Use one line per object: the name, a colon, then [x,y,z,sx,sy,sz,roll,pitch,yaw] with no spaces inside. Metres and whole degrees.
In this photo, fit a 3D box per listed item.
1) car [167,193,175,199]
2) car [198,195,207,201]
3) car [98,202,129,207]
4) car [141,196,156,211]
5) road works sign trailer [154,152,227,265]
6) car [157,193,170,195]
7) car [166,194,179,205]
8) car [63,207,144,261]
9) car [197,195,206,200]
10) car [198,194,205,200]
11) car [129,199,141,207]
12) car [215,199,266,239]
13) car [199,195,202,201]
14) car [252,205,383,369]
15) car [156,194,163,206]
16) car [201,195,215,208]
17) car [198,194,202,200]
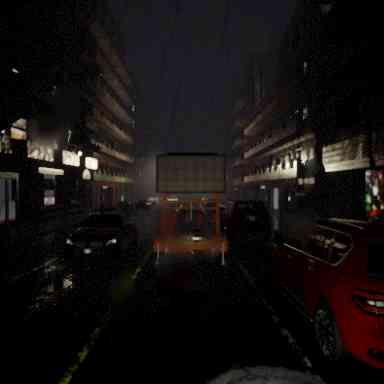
car: [-5.975,1.107,95.357,2.192,1.841,5.009,-1,0,0]
car: [2.457,1.393,78.546,1.947,1.339,4.313,-1,0,0]
car: [-5.763,1.531,22.531,1.802,1.307,4.206,-1,0,0]
car: [-5.811,1.462,39.337,2.008,1.369,4.403,-1,0,0]
road works sign trailer: [-0.028,0.438,11.559,2.380,3.560,2.880,0,0,1]
car: [-5.879,1.178,61.744,2.192,1.841,5.009,-1,0,0]
car: [-3.157,1.440,55.202,1.812,1.442,4.674,0,0,0]
car: [-3.134,1.497,12.289,1.812,1.442,4.674,0,0,0]
car: [2.440,1.366,84.149,2.008,1.369,4.403,-1,0,0]
car: [2.424,1.329,89.920,1.752,1.417,4.829,-1,0,0]
car: [-5.779,1.518,28.133,1.802,1.307,4.206,-1,0,0]
car: [2.630,1.277,16.924,2.192,1.841,5.009,-1,0,0]
car: [2.537,1.453,50.536,1.947,1.339,4.313,-1,0,0]
car: [2.662,1.302,5.720,2.192,1.841,5.009,-1,0,0]
car: [-5.843,1.437,50.541,2.008,1.369,4.403,-1,0,0]
car: [2.552,1.424,45.104,1.752,1.417,4.829,-1,0,0]
car: [2.519,1.315,56.138,1.967,1.590,4.097,-1,0,0]
